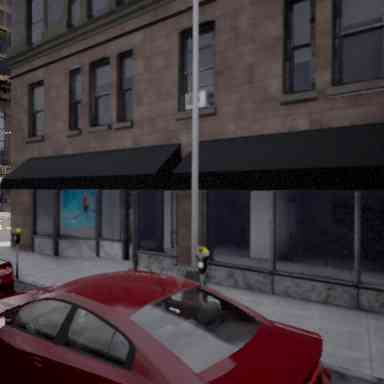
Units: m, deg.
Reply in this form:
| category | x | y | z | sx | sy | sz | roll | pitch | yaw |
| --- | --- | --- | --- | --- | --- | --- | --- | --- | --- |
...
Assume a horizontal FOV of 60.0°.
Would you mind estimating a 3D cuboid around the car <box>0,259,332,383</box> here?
| category | x | y | z | sx | sy | sz | roll | pitch | yaw |
| --- | --- | --- | --- | --- | --- | --- | --- | --- | --- |
| car | -0.920 | 1.569 | 3.607 | 4.507 | 1.381 | 1.887 | -1 | 0 | 36 |
